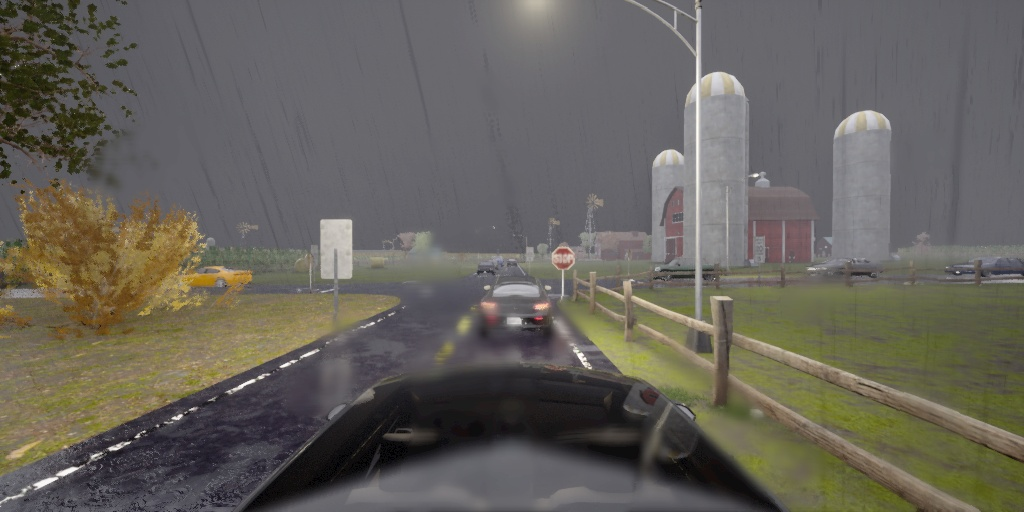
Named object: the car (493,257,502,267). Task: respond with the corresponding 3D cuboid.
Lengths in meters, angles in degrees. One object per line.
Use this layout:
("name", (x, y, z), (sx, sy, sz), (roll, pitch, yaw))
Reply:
("car", (-2.824, 1.270, 51.550), (1.837, 1.490, 4.892), (0, 0, 1))

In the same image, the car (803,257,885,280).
("car", (23.912, 0.855, 25.922), (4.902, 1.511, 2.128), (-1, 1, 0))

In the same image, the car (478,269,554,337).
("car", (0.147, 1.274, 10.141), (1.812, 1.442, 4.674), (0, 0, 2))

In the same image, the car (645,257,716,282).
("car", (12.018, 0.886, 25.830), (4.553, 1.767, 2.097), (-1, 1, -1))

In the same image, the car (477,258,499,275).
("car", (-2.844, 1.305, 40.460), (2.033, 1.411, 5.357), (0, 0, 0))

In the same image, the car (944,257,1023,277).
("car", (34.873, 0.756, 25.991), (5.357, 1.411, 2.033), (-1, 1, -1))

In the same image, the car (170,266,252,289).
("car", (-21.465, 1.502, 25.587), (5.008, 1.535, 1.882), (-1, 1, 0))
